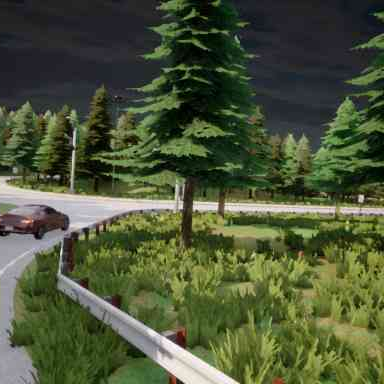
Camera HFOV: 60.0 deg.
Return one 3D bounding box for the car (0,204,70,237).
[{"bbox_3d":[-7.658,1.336,16.413,1.812,1.442,4.674,4,1,2],"label":"car"}]
